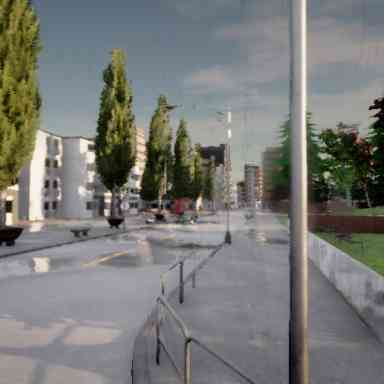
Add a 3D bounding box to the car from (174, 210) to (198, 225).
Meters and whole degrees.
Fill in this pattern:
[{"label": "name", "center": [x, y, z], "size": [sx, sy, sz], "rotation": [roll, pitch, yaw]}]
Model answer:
[{"label": "car", "center": [-0.557, 2.794, 36.773], "size": [1.837, 1.490, 4.892], "rotation": [0, -2, 12]}]
